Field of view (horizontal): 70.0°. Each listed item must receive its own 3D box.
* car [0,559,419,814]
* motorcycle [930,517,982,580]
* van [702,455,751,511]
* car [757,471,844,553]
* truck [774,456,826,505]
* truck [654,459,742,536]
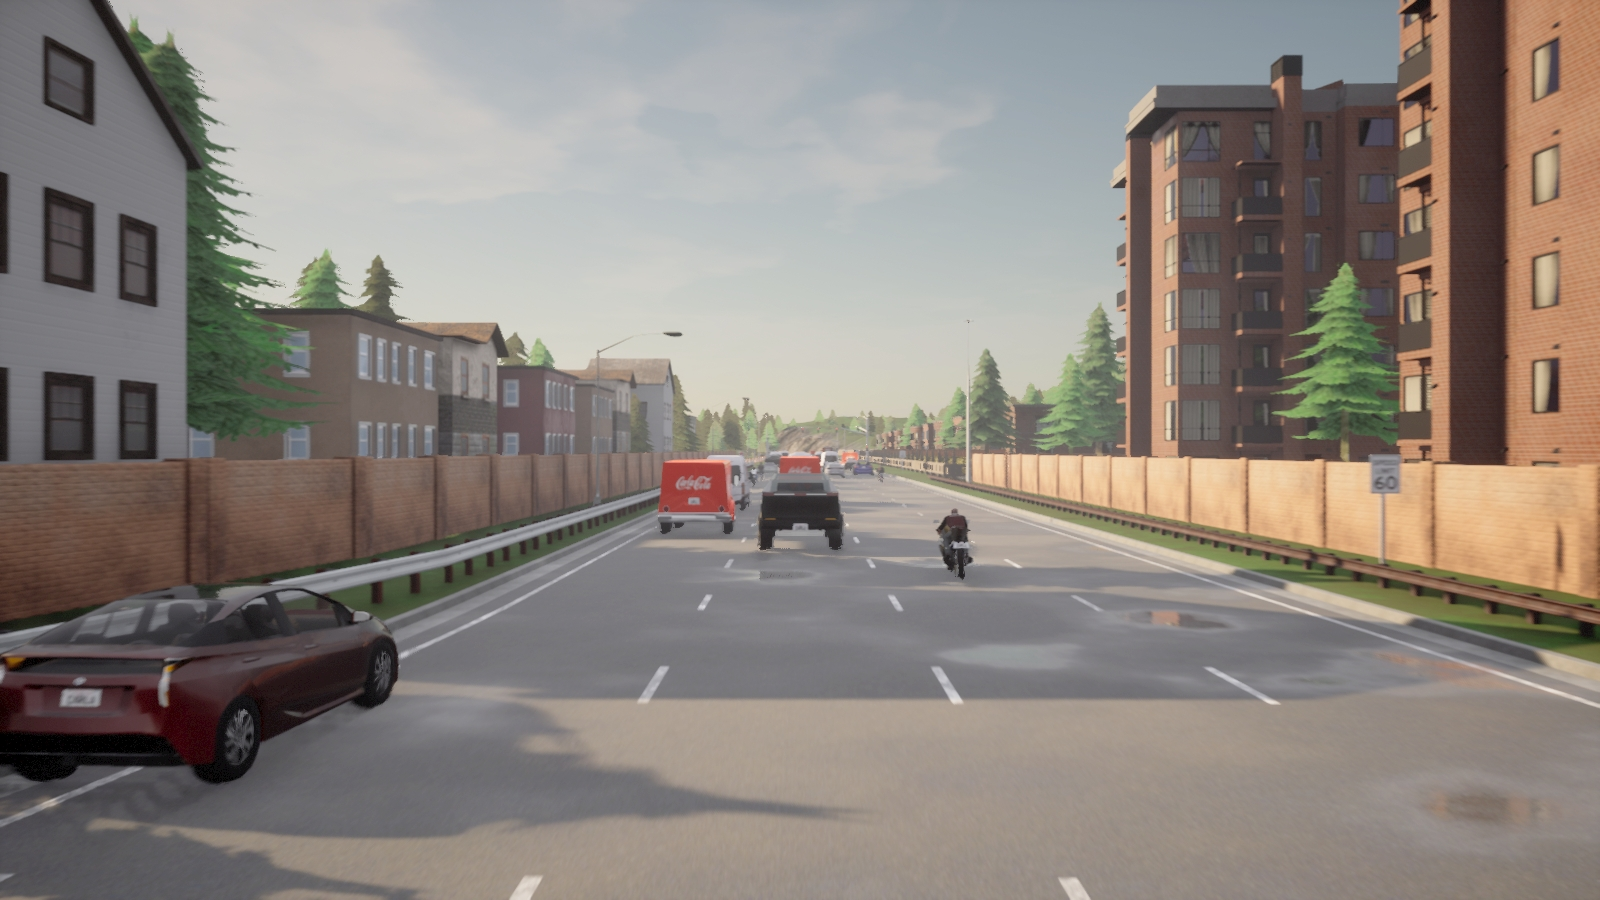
[{"bbox_3d":[-5.550,2.040,11.100,2.007,1.525,4.514,0,0,3],"label":"car"},{"bbox_3d":[3.505,2.205,25.884,0.867,1.251,2.209,0,0,0],"label":"motorcycle"},{"bbox_3d":[-3.499,1.535,55.382,1.988,2.561,5.915,0,0,0],"label":"van"},{"bbox_3d":[0.011,1.754,34.303,2.390,2.098,6.274,0,0,0],"label":"car"},{"bbox_3d":[0.007,1.568,61.080,2.627,2.467,5.204,0,0,0],"label":"truck"},{"bbox_3d":[-3.491,1.570,40.107,2.627,2.467,5.204,0,0,0],"label":"truck"}]
